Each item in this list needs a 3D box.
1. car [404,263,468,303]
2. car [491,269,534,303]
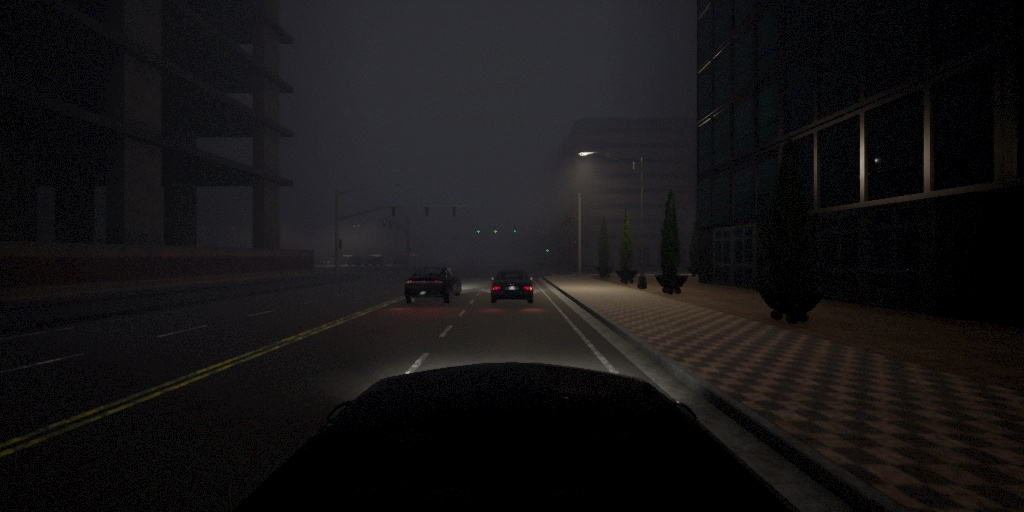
[{"bbox_3d":[-3.500,1.244,16.500,2.128,1.511,4.902,0,0,0],"label":"car"},{"bbox_3d":[0.000,1.312,16.500,2.033,1.411,5.357,0,0,0],"label":"car"}]
